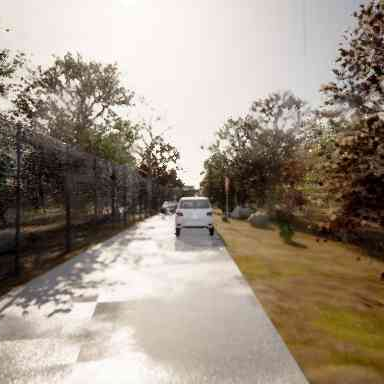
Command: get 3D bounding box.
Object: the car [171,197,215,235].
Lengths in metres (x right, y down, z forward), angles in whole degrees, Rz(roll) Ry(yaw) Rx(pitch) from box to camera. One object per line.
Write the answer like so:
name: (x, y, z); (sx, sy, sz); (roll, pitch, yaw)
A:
car: (0.144, 1.329, 19.884); (2.150, 2.045, 5.566); (-1, -1, 0)

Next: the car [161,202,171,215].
car: (-2.715, 1.924, 40.648); (2.128, 1.511, 4.902); (0, -1, 0)

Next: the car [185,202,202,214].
car: (0.235, 2.007, 42.170); (2.033, 1.411, 5.357); (0, -1, 0)
